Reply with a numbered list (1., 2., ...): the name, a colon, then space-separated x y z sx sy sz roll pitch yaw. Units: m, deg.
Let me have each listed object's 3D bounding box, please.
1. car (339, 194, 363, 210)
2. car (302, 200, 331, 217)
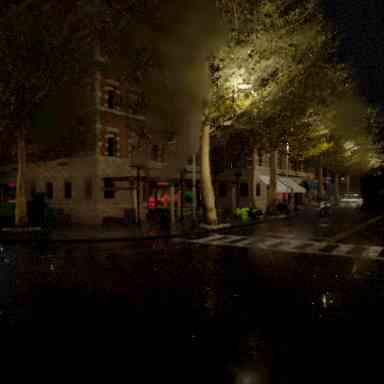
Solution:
1. car: 21.309 1.304 44.430 2.435 2.045 5.566 -1 0 36
2. car: 12.455 1.564 33.102 2.231 1.521 4.892 -1 0 36
